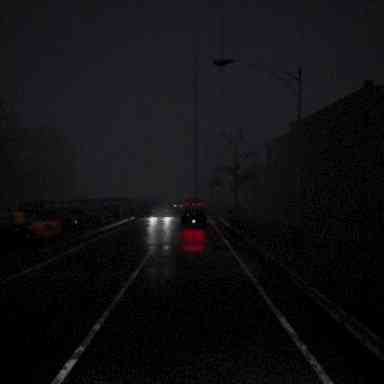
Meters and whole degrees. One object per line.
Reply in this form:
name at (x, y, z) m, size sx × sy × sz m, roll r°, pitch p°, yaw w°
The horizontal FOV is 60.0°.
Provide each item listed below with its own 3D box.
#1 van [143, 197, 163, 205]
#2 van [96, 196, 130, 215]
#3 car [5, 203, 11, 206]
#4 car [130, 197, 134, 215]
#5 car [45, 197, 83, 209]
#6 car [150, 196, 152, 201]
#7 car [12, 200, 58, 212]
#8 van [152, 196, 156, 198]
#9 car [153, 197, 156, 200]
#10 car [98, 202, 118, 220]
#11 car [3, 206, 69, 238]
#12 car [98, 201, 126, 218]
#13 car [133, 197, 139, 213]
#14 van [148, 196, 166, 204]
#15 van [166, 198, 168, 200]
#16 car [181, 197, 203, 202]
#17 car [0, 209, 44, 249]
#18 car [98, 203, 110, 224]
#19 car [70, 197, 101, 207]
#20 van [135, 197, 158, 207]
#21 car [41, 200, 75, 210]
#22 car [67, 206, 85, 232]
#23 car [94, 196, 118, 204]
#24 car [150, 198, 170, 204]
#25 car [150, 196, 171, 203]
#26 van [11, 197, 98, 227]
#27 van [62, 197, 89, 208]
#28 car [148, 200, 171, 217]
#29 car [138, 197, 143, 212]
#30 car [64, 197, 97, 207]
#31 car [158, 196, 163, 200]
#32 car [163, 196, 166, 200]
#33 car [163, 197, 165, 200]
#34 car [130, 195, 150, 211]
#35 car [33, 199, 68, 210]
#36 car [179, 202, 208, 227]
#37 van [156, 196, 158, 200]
van at (-9.003, 2.078, 77.500) m, size 4.442 × 1.987 × 1.878 m, roll 0°, pitch 0°, yaw 0°
van at (-8.753, 1.593, 32.644) m, size 4.442 × 1.987 × 1.878 m, roll 0°, pitch -1°, yaw 0°
car at (-21.959, 1.947, 43.477) m, size 4.892 × 1.521 × 2.231 m, roll 0°, pitch -1°, yaw 0°
car at (-8.902, 1.726, 35.446) m, size 4.553 × 1.767 × 2.185 m, roll 0°, pitch -1°, yaw 0°
car at (-21.988, 1.858, 57.359) m, size 5.566 × 2.045 × 2.435 m, roll 0°, pitch -1°, yaw 0°
car at (-8.847, 1.732, 46.660) m, size 5.566 × 2.045 × 2.435 m, roll 0°, pitch -1°, yaw 0°
car at (-21.769, 1.976, 46.254) m, size 5.366 × 1.575 × 1.946 m, roll 0°, pitch -1°, yaw 0°
van at (-8.996, 1.889, 57.872) m, size 4.442 × 1.987 × 1.878 m, roll 0°, pitch -1°, yaw 0°
car at (-8.872, 2.083, 55.066) m, size 4.892 × 1.521 × 2.231 m, roll 0°, pitch -1°, yaw 0°
car at (-8.838, 1.783, 27.035) m, size 4.792 × 1.488 × 2.163 m, roll 0°, pitch -1°, yaw 0°
car at (-9.049, 1.619, 15.823) m, size 5.366 × 1.575 × 1.946 m, roll 0°, pitch -1°, yaw 0°
car at (-8.863, 1.786, 29.839) m, size 5.008 × 1.535 × 2.097 m, roll 0°, pitch -1°, yaw 0°
car at (-8.840, 1.759, 38.249) m, size 4.553 × 1.767 × 2.185 m, roll 0°, pitch -1°, yaw 0°
van at (-9.007, 2.117, 85.912) m, size 4.442 × 1.987 × 1.878 m, roll 0°, pitch 0°, yaw 0°
van at (-8.771, 2.094, 80.301) m, size 4.442 × 1.987 × 1.878 m, roll 0°, pitch 0°, yaw 0°
car at (0.141, 1.662, 41.327) m, size 2.150 × 2.045 × 5.566 m, roll 0°, pitch -1°, yaw 0°
car at (-8.857, 1.590, 13.023) m, size 5.008 × 1.535 × 2.097 m, roll 0°, pitch -1°, yaw 0°
car at (-8.837, 1.750, 24.232) m, size 4.792 × 1.488 × 2.163 m, roll 0°, pitch -1°, yaw 0°
car at (-21.935, 1.983, 68.462) m, size 5.566 × 2.045 × 2.435 m, roll 0°, pitch -1°, yaw 0°
van at (-8.999, 1.987, 66.279) m, size 4.442 × 1.987 × 1.878 m, roll 0°, pitch -1°, yaw 0°
car at (-21.929, 2.106, 54.580) m, size 4.792 × 1.488 × 2.163 m, roll 0°, pitch -1°, yaw 0°
car at (-8.894, 1.684, 18.626) m, size 4.792 × 1.488 × 2.163 m, roll 0°, pitch -1°, yaw 0°
car at (-21.941, 2.089, 85.120) m, size 5.566 × 2.045 × 2.435 m, roll 0°, pitch 0°, yaw 0°
car at (-8.707, 2.361, 91.517) m, size 5.366 × 1.575 × 1.946 m, roll 0°, pitch 0°, yaw 0°
car at (-8.865, 2.124, 94.322) m, size 5.566 × 2.045 × 2.435 m, roll 0°, pitch 0°, yaw 0°
van at (-8.749, 1.462, 21.432) m, size 4.442 × 1.987 × 1.878 m, roll 0°, pitch -1°, yaw 0°
van at (-22.078, 1.948, 62.909) m, size 4.442 × 1.987 × 1.878 m, roll 0°, pitch -1°, yaw 0°
car at (-3.309, 1.913, 36.297) m, size 1.812 × 1.442 × 4.674 m, roll 0°, pitch -1°, yaw 0°
car at (-8.842, 1.792, 41.052) m, size 4.553 × 1.767 × 2.185 m, roll 0°, pitch -1°, yaw 0°
car at (-21.991, 1.955, 65.685) m, size 5.566 × 2.045 × 2.435 m, roll 0°, pitch -1°, yaw 0°
car at (-8.853, 1.929, 63.479) m, size 5.566 × 2.045 × 2.435 m, roll 0°, pitch -1°, yaw 0°
car at (-8.915, 2.318, 74.695) m, size 4.792 × 1.488 × 2.163 m, roll 0°, pitch 0°, yaw 0°
car at (-8.882, 2.306, 71.887) m, size 4.674 × 1.452 × 2.002 m, roll 0°, pitch -1°, yaw 0°
car at (-8.846, 1.699, 43.857) m, size 5.566 × 2.045 × 2.435 m, roll 0°, pitch -1°, yaw 0°
car at (-21.988, 1.918, 51.805) m, size 4.553 × 1.767 × 2.185 m, roll 0°, pitch -1°, yaw 0°
car at (0.124, 1.762, 25.045) m, size 1.837 × 1.490 × 4.892 m, roll 0°, pitch -1°, yaw 0°
van at (-8.997, 1.922, 60.675) m, size 4.442 × 1.987 × 1.878 m, roll 0°, pitch -1°, yaw 0°
